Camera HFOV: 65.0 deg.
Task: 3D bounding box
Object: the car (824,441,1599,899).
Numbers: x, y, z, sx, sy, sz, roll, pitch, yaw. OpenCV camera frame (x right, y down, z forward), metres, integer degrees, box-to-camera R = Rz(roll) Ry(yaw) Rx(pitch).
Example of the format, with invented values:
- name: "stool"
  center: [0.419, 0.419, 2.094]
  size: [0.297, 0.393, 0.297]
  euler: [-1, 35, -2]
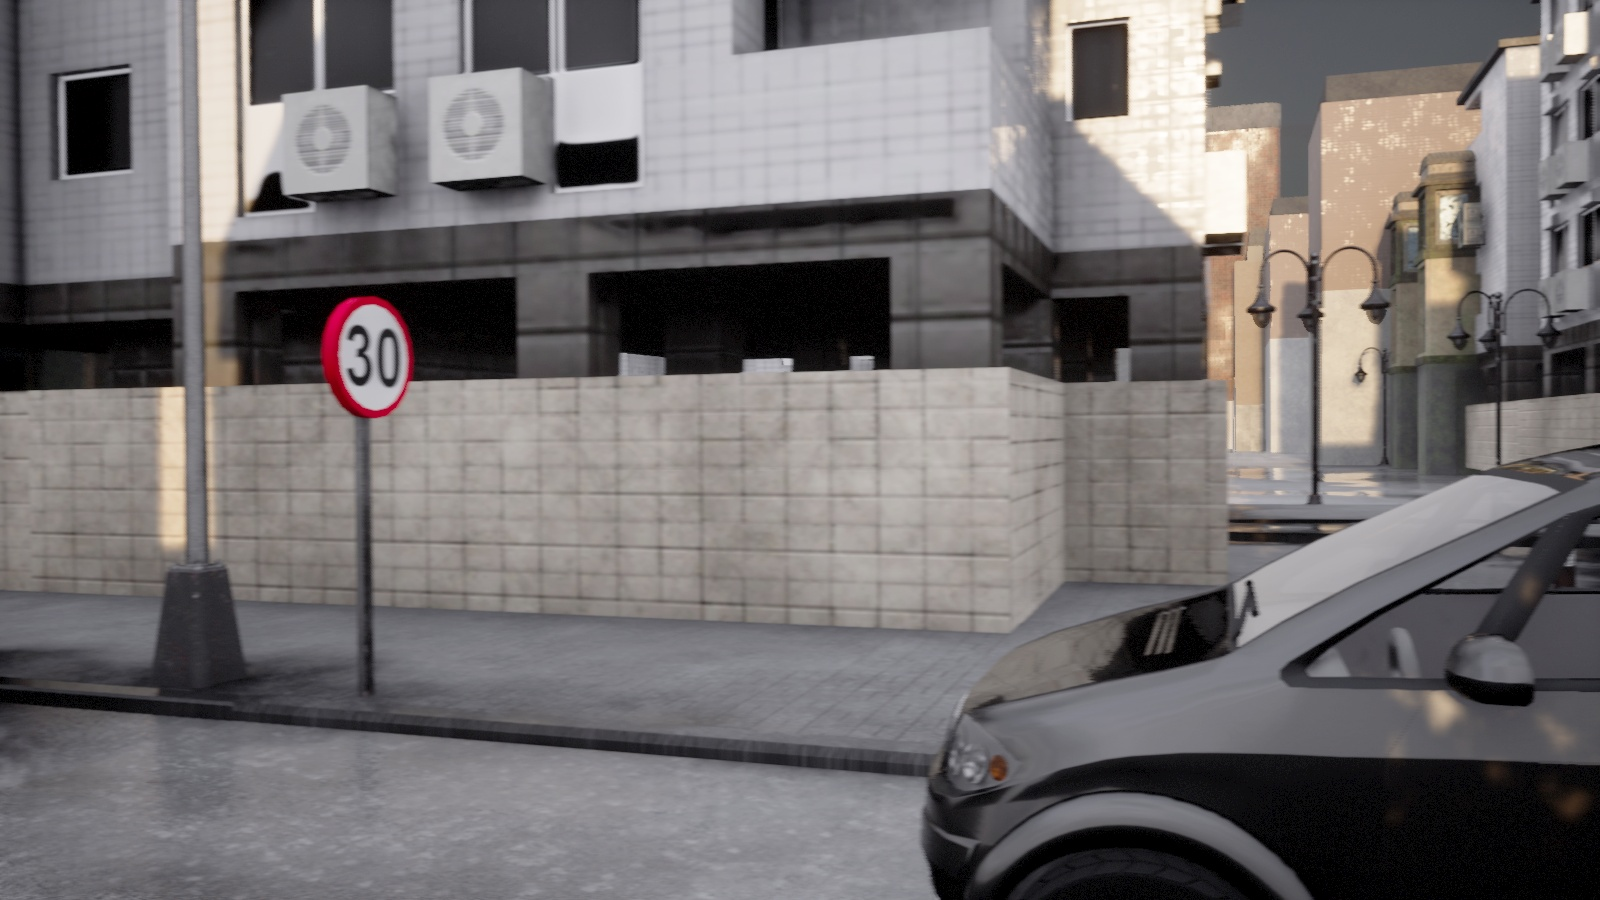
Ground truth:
- name: "car"
  center: [2.095, 0.763, 3.015]
  size: [3.705, 1.549, 1.789]
  euler: [0, 1, 19]
